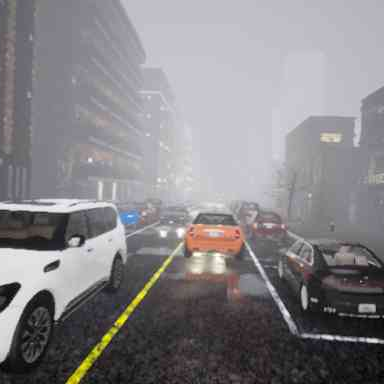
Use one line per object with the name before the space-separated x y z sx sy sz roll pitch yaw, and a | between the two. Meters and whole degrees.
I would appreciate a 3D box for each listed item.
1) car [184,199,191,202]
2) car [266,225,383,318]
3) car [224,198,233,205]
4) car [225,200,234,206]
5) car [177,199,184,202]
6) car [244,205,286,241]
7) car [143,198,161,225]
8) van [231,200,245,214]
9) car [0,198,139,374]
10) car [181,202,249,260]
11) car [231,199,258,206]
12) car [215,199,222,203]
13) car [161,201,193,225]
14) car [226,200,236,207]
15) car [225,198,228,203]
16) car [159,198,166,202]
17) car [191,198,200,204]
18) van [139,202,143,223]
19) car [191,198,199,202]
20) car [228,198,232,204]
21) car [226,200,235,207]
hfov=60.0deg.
car | -1.656 1.843 51.595 1.967 1.590 4.097 1 -1 5
car | 3.139 1.753 7.788 2.008 1.369 4.403 1 -1 5
car | 9.763 2.521 88.633 2.192 1.841 5.009 1 -1 5
car | 9.300 2.704 83.070 1.947 1.339 4.313 1 -1 5
car | -2.546 1.819 40.817 2.008 1.369 4.403 1 -1 5
car | 4.027 1.777 18.566 1.967 1.590 4.097 1 -1 5
car | -3.873 1.506 24.653 1.967 1.590 4.097 1 -1 5
van | 6.247 2.016 45.510 1.690 1.788 3.998 1 -1 5
car | -2.793 1.161 5.957 2.150 2.045 5.566 2 -1 5
car | 0.941 1.515 13.588 2.097 1.767 4.553 2 -1 5
car | 4.917 1.788 29.345 2.192 1.841 5.009 1 -1 5
car | 7.512 2.693 93.527 2.033 1.411 5.357 2 0 5
car | -1.188 1.732 25.500 2.033 1.411 5.357 2 -1 5
car | 8.418 2.563 71.954 2.008 1.369 4.403 1 -1 5
car | 6.690 2.057 50.899 2.192 1.841 5.009 1 -1 5
car | -3.427 1.448 30.043 2.192 1.841 5.009 1 -1 5
car | 0.988 2.240 83.709 1.967 1.590 4.097 1 -1 5
van | -4.314 1.339 19.265 1.690 1.788 3.998 1 -1 5
car | -0.326 2.043 67.761 1.967 1.590 4.097 1 -1 5
car | 5.803 1.923 40.122 2.192 1.841 5.009 1 -1 5
car | 8.842 2.636 77.509 1.947 1.339 4.313 1 -1 5
